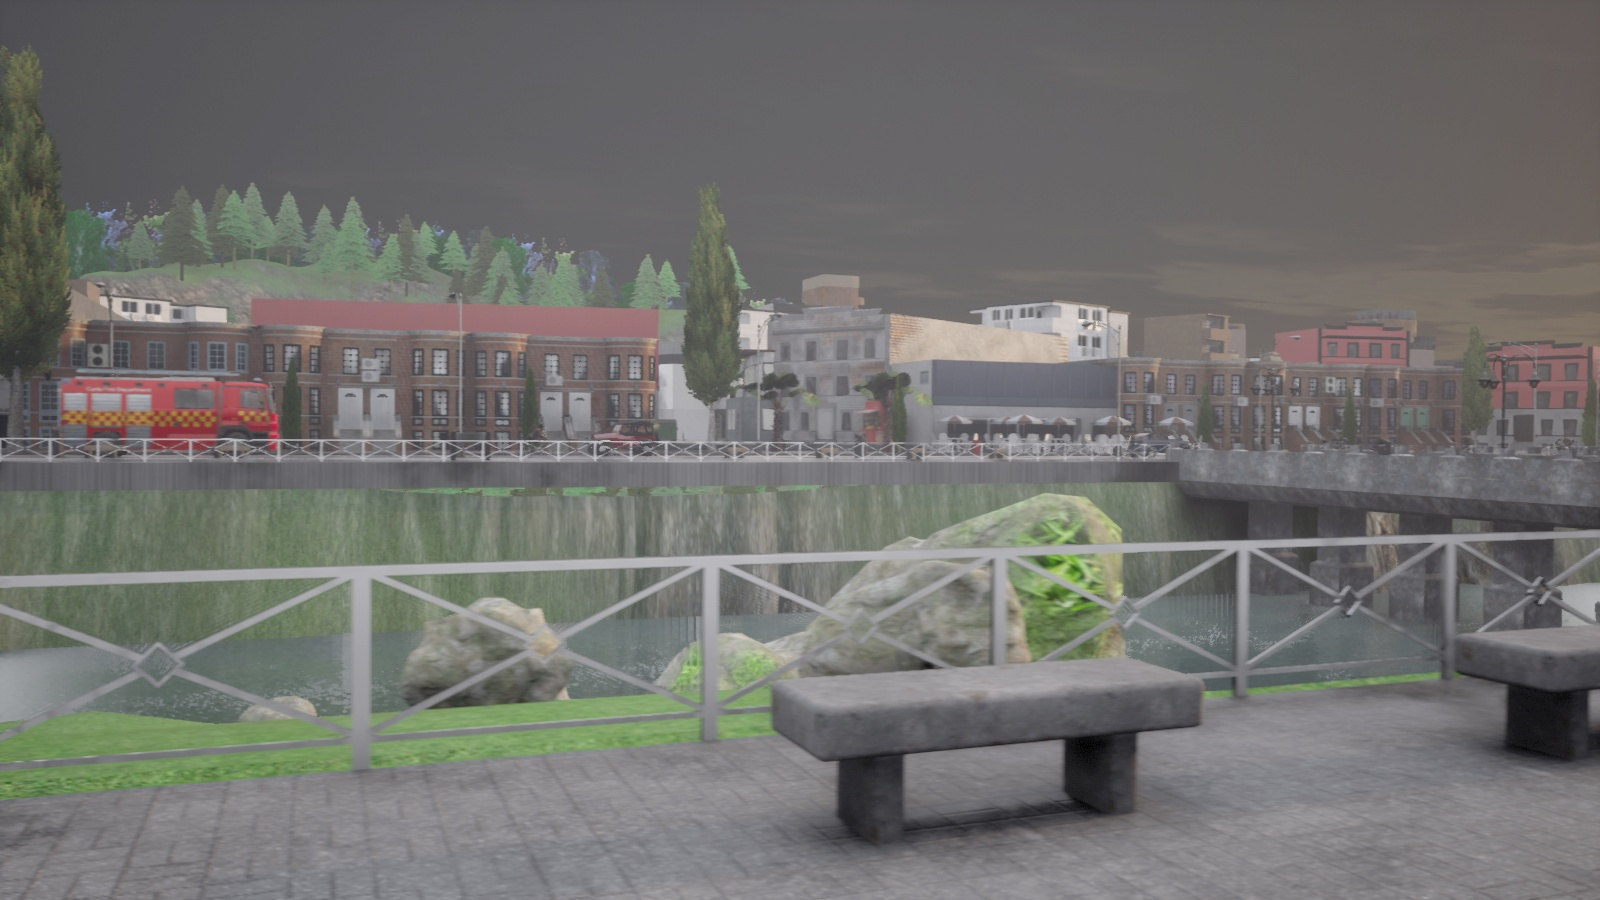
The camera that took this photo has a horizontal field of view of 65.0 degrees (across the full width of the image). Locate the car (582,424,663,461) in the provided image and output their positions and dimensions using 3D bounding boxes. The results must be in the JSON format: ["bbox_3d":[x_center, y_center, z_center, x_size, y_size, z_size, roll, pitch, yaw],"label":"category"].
[{"bbox_3d":[-9.352,-0.409,66.265,3.866,1.878,1.905,-1,1,-21],"label":"car"}]

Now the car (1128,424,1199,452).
[{"bbox_3d":[21.371,-0.726,73.824,3.705,1.549,1.789,-1,1,-21],"label":"car"}]

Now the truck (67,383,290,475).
[{"bbox_3d":[-27.036,-0.968,55.148,8.468,3.827,2.891,-1,1,-21],"label":"truck"}]
